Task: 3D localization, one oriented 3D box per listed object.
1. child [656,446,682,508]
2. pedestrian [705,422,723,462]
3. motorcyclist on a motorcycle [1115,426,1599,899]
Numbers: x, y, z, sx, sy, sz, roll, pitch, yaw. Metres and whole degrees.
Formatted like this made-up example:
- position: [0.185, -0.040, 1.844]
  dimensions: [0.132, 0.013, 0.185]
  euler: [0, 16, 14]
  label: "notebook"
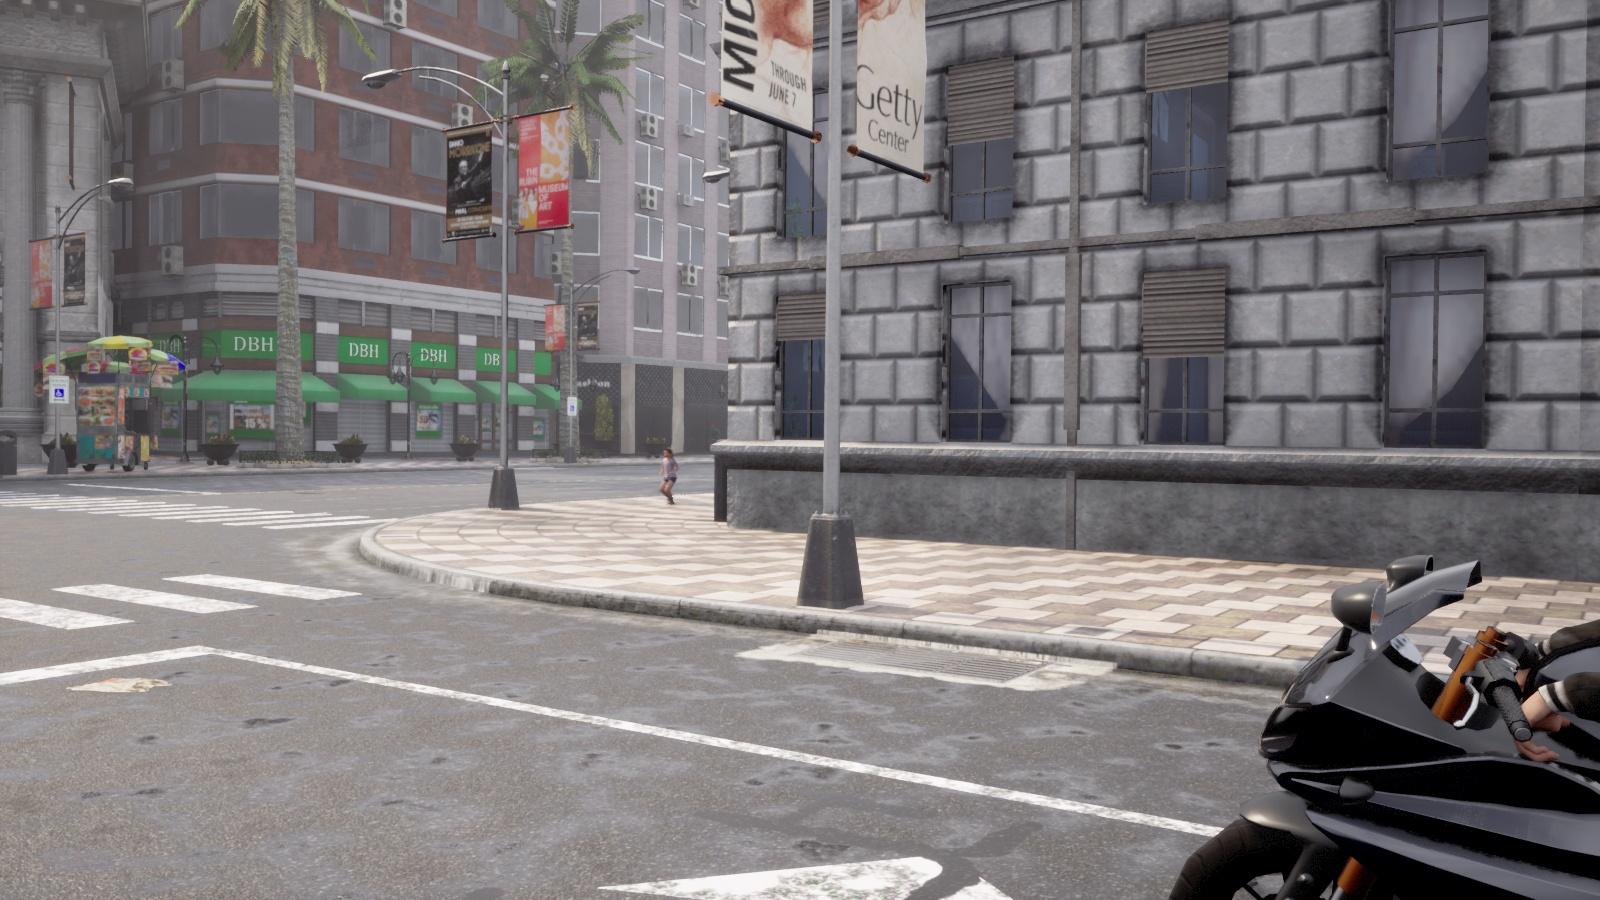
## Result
- position: [-2.363, 0.479, 22.736]
  dimensions: [0.255, 1.110, 0.394]
  euler: [0, 1, 39]
  label: "child"
- position: [-4.251, -0.418, 61.850]
  dimensions: [0.423, 1.949, 0.788]
  euler: [0, 1, 45]
  label: "pedestrian"
- position: [1.824, 0.717, 2.412]
  dimensions: [2.191, 1.530, 0.866]
  euler: [0, 1, 34]
  label: "motorcyclist on a motorcycle"
